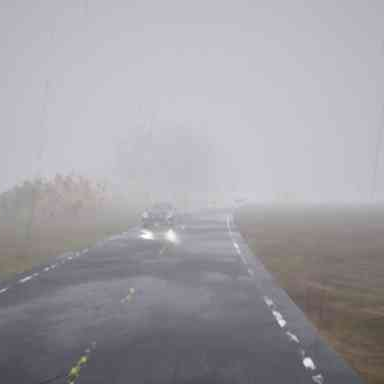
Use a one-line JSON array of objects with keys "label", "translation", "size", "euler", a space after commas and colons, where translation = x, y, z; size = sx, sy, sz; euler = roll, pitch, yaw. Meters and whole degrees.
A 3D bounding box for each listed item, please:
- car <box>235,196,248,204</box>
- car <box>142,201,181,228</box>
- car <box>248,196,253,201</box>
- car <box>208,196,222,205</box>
[{"label": "car", "translation": [10.313, 1.784, 71.002], "size": [1.882, 1.535, 5.008], "euler": [0, 0, 15]}, {"label": "car", "translation": [-2.033, 1.454, 23.020], "size": [2.097, 1.767, 4.553], "euler": [0, 0, 5]}, {"label": "car", "translation": [14.312, 1.726, 88.526], "size": [1.837, 1.490, 4.892], "euler": [0, 0, 19]}, {"label": "car", "translation": [4.504, 1.629, 64.392], "size": [2.097, 1.767, 4.553], "euler": [0, 0, 13]}]
